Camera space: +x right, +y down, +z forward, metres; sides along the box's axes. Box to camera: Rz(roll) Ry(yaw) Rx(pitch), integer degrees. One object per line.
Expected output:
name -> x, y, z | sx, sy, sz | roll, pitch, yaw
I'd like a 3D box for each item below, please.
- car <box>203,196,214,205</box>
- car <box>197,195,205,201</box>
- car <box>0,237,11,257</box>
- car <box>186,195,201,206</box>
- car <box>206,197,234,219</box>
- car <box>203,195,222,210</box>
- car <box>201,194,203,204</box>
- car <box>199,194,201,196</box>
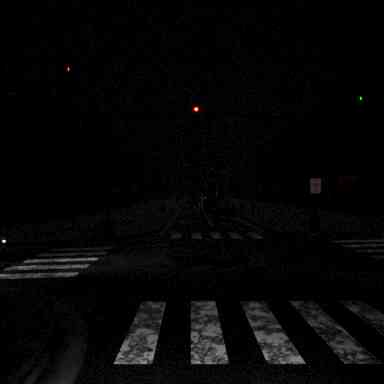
car -> 2.941, 1.575, 61.126 | 1.801, 1.575, 5.366 | 0, 0, 0
car -> 2.498, 1.702, 94.564 | 1.967, 1.590, 4.097 | -1, 0, 0
car -> -8.286, 1.803, 10.151 | 4.718, 1.301, 1.895 | -2, 0, -6
car -> -0.016, 1.664, 55.967 | 1.994, 1.385, 4.181 | 0, 0, 0
car -> 2.589, 1.470, 29.736 | 1.967, 1.590, 4.097 | -1, 0, 0
car -> 2.580, 1.356, 35.138 | 2.192, 1.841, 5.009 | -1, 0, 0
car -> 2.572, 1.369, 40.541 | 2.192, 1.841, 5.009 | -1, 0, 0
car -> 2.895, 1.498, 67.907 | 2.097, 1.767, 4.553 | 0, 0, 0
